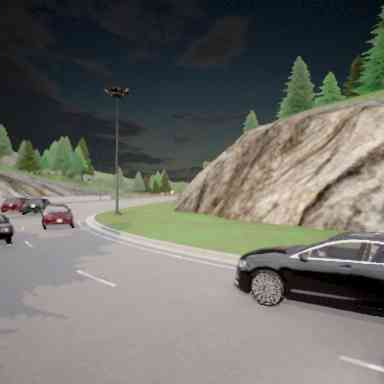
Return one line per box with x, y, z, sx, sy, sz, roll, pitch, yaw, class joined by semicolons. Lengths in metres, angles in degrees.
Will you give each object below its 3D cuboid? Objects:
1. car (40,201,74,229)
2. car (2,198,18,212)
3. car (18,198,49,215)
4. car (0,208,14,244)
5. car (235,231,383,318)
-8.885;1.557;21.976;1.812;1.442;4.674;0;0;-25;car
-19.070;1.399;36.998;2.097;1.767;4.553;0;0;-2;car
-15.416;1.398;33.875;2.097;1.767;4.553;0;0;-6;car
-9.429;1.618;15.352;1.895;1.301;4.718;0;0;-32;car
3.164;1.508;6.300;4.902;1.511;2.128;0;0;38;car
